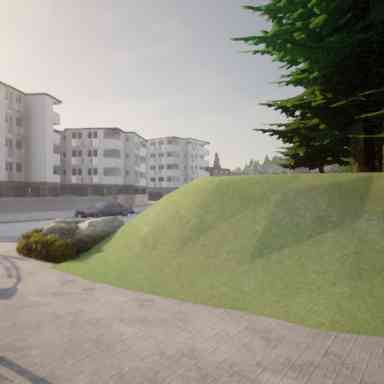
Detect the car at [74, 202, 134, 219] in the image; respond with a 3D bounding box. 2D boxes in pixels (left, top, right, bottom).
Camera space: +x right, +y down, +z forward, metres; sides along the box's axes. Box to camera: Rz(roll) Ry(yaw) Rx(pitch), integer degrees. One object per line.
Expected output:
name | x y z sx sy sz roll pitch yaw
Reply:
car | -7.435 1.544 28.771 2.033 1.411 5.357 0 0 36
